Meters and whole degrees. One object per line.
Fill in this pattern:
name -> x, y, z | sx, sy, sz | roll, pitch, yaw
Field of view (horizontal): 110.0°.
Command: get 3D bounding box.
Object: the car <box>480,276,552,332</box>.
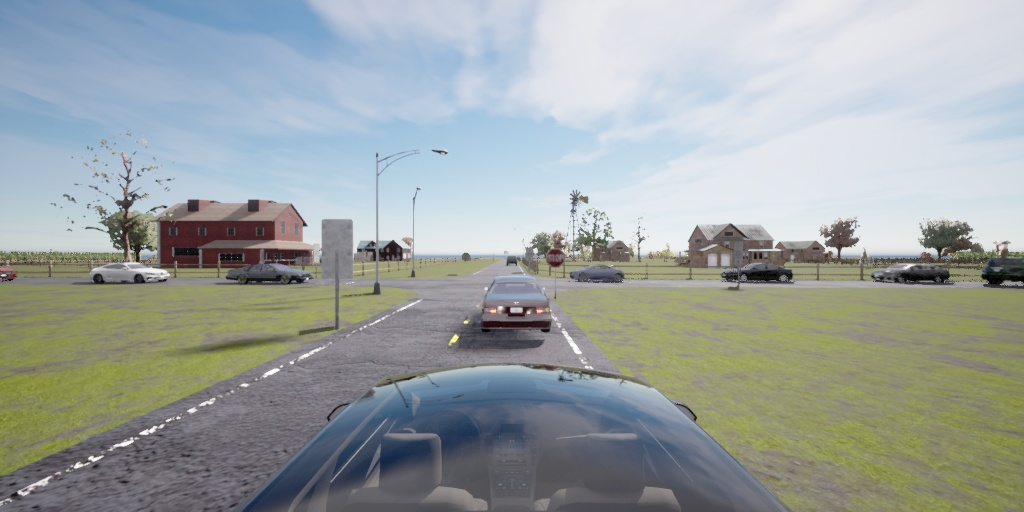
car -> 0.097, 1.296, 10.786 | 2.033, 1.411, 5.357 | 0, 0, 0

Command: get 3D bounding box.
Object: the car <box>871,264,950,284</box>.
car -> 31.201, 1.354, 28.185 | 4.902, 1.511, 2.128 | 0, 0, 0

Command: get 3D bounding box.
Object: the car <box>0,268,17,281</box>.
car -> -38.923, 1.118, 25.773 | 5.008, 1.535, 1.882 | 0, 0, 1

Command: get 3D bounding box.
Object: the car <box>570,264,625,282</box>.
car -> 6.700, 1.330, 28.374 | 4.181, 1.385, 1.994 | 0, 0, 0

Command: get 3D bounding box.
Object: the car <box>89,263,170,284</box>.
car -> -27.350, 1.195, 25.679 | 4.674, 1.442, 1.812 | 0, 0, 1

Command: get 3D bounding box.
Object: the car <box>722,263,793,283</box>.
car -> 19.258, 1.288, 28.280 | 5.008, 1.535, 1.882 | 0, 0, 0

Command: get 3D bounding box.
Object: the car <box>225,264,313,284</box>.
car -> -17.255, 1.245, 25.598 | 5.357, 1.411, 2.033 | 0, 0, 0

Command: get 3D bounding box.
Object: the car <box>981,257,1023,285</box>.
car -> 36.753, 1.114, 25.198 | 5.566, 2.045, 2.150 | 0, 0, 0
